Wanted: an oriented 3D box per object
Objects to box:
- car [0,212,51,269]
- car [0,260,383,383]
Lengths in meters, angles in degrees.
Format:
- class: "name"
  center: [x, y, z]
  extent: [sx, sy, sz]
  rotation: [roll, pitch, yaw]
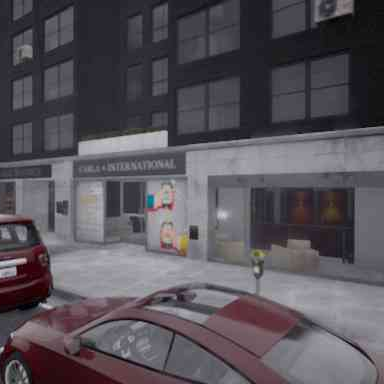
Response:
- class: "car"
  center: [-4.752, 1.306, 6.447]
  extent: [5.009, 1.841, 2.192]
  rotation: [0, 0, 35]
- class: "car"
  center: [-0.137, 1.580, 3.170]
  extent: [4.206, 1.307, 1.802]
  rotation: [0, 0, 35]
